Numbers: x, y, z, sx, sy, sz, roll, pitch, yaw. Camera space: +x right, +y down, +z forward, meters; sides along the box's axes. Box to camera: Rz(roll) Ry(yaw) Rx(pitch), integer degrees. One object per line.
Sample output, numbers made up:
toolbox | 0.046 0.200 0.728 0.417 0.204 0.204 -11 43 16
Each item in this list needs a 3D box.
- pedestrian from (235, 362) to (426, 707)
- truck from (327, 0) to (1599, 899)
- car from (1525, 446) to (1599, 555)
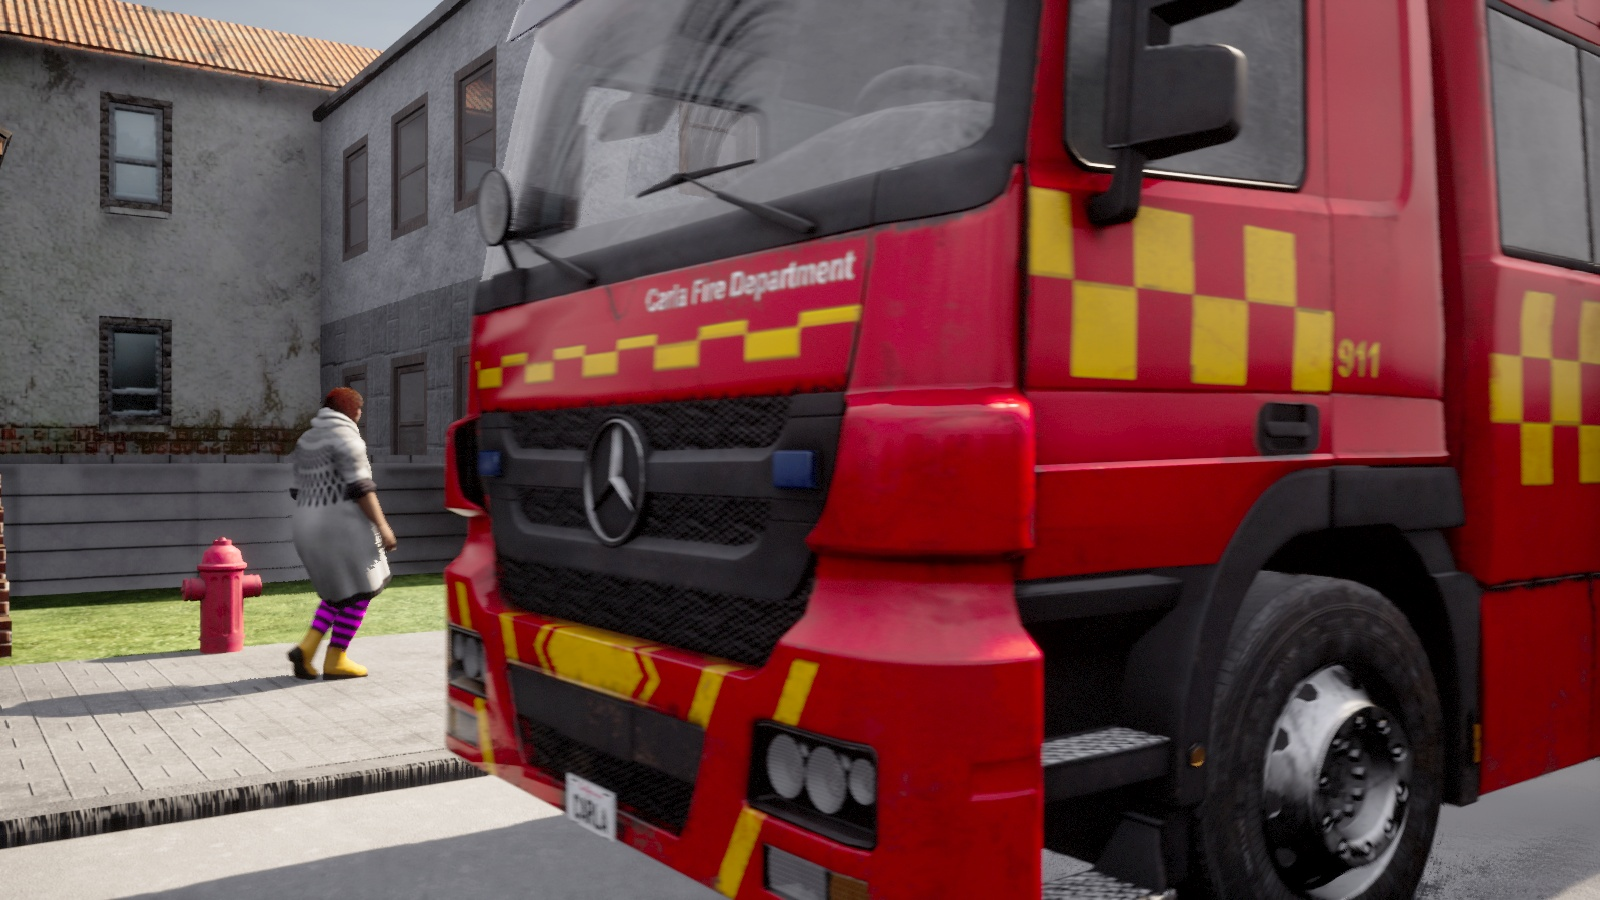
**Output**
pedestrian | -2.853 0.479 7.666 0.659 1.952 0.873 0 0 36
truck | 2.522 -0.410 5.984 8.468 3.827 2.891 0 0 -36
car | 12.857 0.707 17.411 4.514 1.525 2.007 0 0 43
